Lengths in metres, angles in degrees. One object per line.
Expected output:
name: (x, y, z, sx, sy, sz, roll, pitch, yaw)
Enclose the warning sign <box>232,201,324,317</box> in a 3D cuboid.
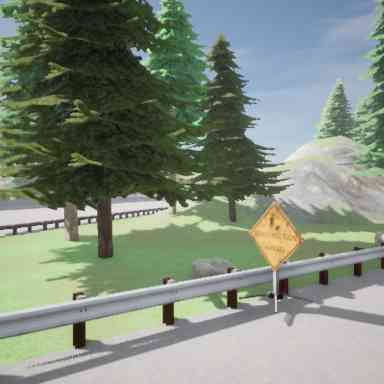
warning sign: (1.578, 1.112, 6.250, 1.060, 1.860, 1.300, 0, 0, -35)
